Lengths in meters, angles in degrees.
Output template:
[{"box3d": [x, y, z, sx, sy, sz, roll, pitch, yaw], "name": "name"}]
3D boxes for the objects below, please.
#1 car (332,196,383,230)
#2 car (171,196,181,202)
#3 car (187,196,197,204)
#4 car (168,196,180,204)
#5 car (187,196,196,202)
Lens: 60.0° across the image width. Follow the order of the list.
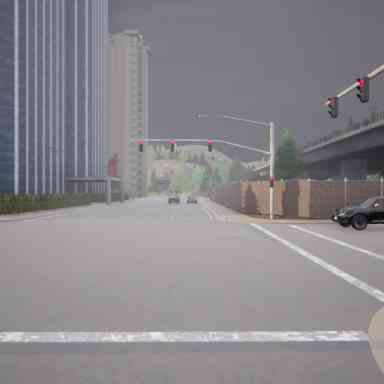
[{"box3d": [11.814, 1.277, 20.931, 5.566, 2.045, 2.150, 0, 0, 0], "name": "car"}, {"box3d": [-3.609, 1.540, 74.416, 2.033, 1.411, 5.357, 0, 0, 0], "name": "car"}, {"box3d": [0.004, 1.564, 64.595, 1.994, 1.385, 4.181, 0, 0, 0], "name": "car"}, {"box3d": [-3.497, 1.478, 64.199, 1.882, 1.535, 5.008, 0, 0, 0], "name": "car"}, {"box3d": [-0.110, 1.595, 74.558, 1.895, 1.301, 4.718, 0, 0, 0], "name": "car"}]
